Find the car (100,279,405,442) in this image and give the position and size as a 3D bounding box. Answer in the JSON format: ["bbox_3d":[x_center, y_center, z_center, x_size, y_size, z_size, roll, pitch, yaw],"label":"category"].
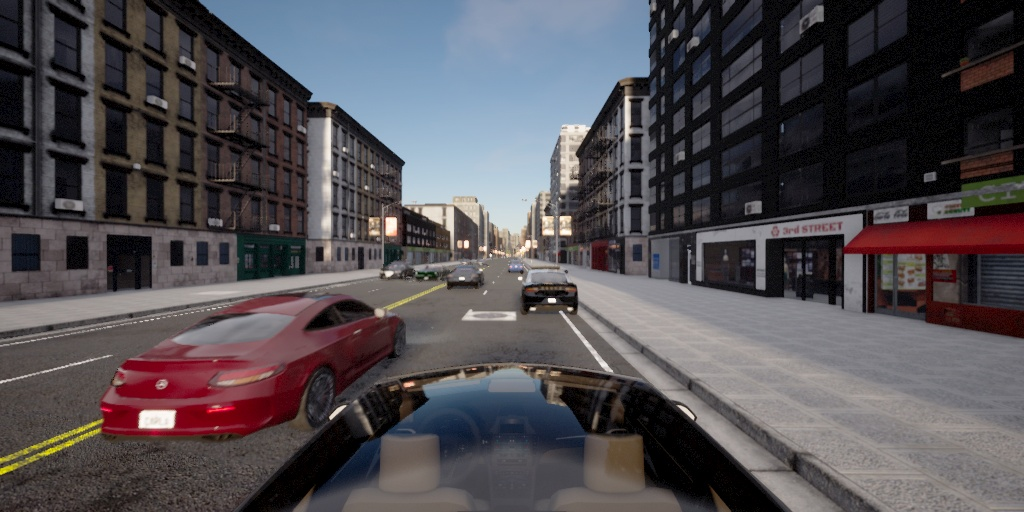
[{"bbox_3d":[-3.102,1.275,5.458,1.812,1.442,4.674,0,0,1],"label":"car"}]

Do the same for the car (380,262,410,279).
[{"bbox_3d":[-9.564,1.227,30.301,2.128,1.511,4.902,0,0,1],"label":"car"}]

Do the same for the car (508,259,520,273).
[{"bbox_3d":[0.491,1.274,43.231,2.033,1.411,5.357,0,0,1],"label":"car"}]

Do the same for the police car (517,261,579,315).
[{"bbox_3d":[1.265,1.171,13.692,1.930,1.638,5.238,0,0,1],"label":"police car"}]

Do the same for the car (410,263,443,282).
[{"bbox_3d":[-6.330,1.337,28.651,1.895,1.301,4.718,0,0,1],"label":"car"}]

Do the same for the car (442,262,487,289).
[{"bbox_3d":[-2.931,1.304,23.179,1.994,1.385,4.181,0,0,1],"label":"car"}]
